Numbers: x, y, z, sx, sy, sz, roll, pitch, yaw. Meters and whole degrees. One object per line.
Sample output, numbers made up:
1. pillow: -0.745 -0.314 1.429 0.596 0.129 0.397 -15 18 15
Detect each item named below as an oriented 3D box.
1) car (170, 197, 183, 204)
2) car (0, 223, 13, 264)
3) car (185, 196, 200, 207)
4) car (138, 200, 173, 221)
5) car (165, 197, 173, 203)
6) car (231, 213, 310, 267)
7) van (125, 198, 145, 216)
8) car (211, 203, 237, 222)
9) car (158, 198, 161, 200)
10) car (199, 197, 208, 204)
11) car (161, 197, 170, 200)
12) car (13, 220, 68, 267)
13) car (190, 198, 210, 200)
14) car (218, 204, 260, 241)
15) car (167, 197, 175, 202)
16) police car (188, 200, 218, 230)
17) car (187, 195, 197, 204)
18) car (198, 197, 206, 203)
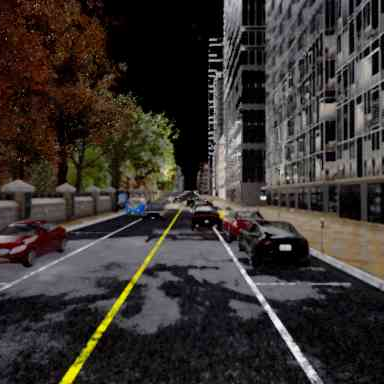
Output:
1. car: -3.088 1.887 70.992 1.812 1.442 4.674 0 0 0
2. car: -5.694 1.355 5.923 2.192 1.841 5.009 0 0 0
3. car: -0.072 1.819 57.792 1.837 1.490 4.892 0 0 0
4. car: -3.136 1.727 29.472 2.033 1.411 5.357 0 0 0
5. car: -5.790 1.940 85.313 1.752 1.417 4.829 0 0 0
6. car: 2.679 1.643 11.610 1.947 1.339 4.313 0 0 0
7. van: -5.728 1.546 34.339 1.690 1.788 3.998 0 0 0
8. car: 2.659 1.702 28.827 1.752 1.417 4.829 0 0 0
9. car: -5.743 1.842 45.703 1.802 1.307 4.206 0 0 0
10. car: 2.604 1.923 74.107 1.887 1.381 4.507 0 0 0
11. car: -5.763 1.879 62.751 1.887 1.381 4.507 0 0 0
12. car: -5.702 1.658 11.603 1.802 1.307 4.206 0 0 0
13. car: 0.859 1.652 32.541 1.801 1.575 5.366 0 0 0
14. car: 2.673 1.552 17.292 1.967 1.590 4.097 0 0 0
15. car: -5.798 1.983 91.166 2.008 1.369 4.403 0 0 0
16. police car: 0.872 1.567 22.459 1.930 1.638 5.238 0 0 0
17. car: -0.090 1.596 72.764 2.097 1.767 4.553 0 0 0
18. car: 2.590 1.982 85.469 1.947 1.339 4.313 0 0 0
